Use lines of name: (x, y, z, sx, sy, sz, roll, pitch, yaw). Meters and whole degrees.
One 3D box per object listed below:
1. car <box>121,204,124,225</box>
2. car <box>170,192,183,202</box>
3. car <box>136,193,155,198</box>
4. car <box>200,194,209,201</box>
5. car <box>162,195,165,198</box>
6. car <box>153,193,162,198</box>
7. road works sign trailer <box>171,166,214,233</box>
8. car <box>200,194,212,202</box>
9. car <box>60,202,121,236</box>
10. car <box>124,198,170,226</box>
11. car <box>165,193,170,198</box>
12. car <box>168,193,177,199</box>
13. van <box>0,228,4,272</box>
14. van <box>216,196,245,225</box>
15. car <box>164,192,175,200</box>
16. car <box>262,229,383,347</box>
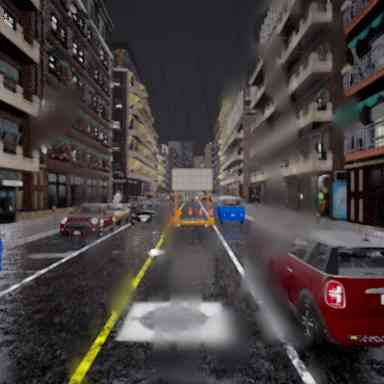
car: (-5.290, 1.397, 22.703, 1.752, 1.417, 4.829, 1, 0, 0)
car: (-2.740, 1.168, 62.138, 1.812, 1.442, 4.674, 0, 0, 1)
car: (-5.281, 1.247, 33.970, 1.967, 1.590, 4.097, 1, 0, 0)
car: (2.626, 1.104, 72.998, 1.752, 1.417, 4.829, 1, 0, 0)
car: (-5.272, 1.058, 45.067, 2.192, 1.841, 5.009, 1, 0, 0)
car: (-5.276, 1.090, 39.518, 2.192, 1.841, 5.009, 1, 0, 0)
road works sign trailer: (0.021, 0.358, 18.685, 2.380, 3.560, 2.880, 0, 0, 0)
car: (2.619, 1.085, 61.729, 1.967, 1.590, 4.097, 1, 0, 0)
car: (-5.293, 1.342, 17.323, 1.967, 1.590, 4.097, 1, 0, 0)
car: (-2.835, 1.365, 22.164, 2.128, 1.511, 4.902, 0, 0, 0)
car: (-5.267, 1.260, 56.166, 1.802, 1.307, 4.206, 1, 0, 0)
car: (-5.243, 1.032, 89.460, 2.008, 1.369, 4.403, 1, 0, 0)
van: (-5.300, 1.306, 6.225, 1.690, 1.788, 3.998, 1, 0, 0)
van: (2.592, 1.211, 22.885, 1.690, 1.788, 3.998, 1, 0, 0)
car: (-5.248, 0.862, 78.360, 2.192, 1.841, 5.009, 1, 0, 0)
car: (2.579, 1.404, 6.239, 1.967, 1.590, 4.097, 1, 0, 0)
